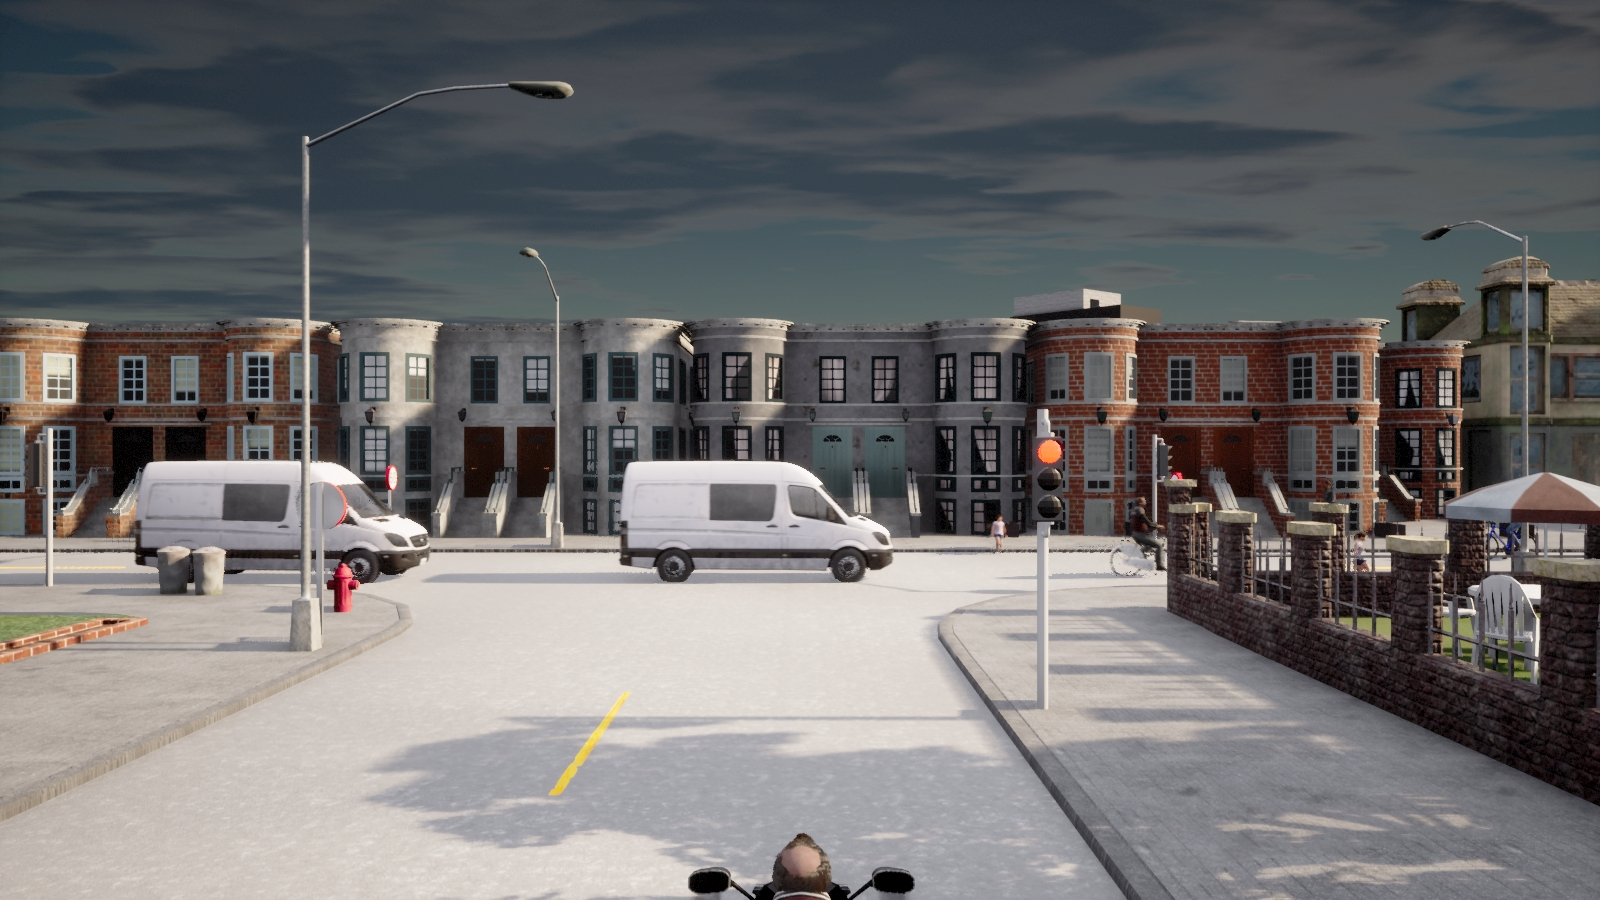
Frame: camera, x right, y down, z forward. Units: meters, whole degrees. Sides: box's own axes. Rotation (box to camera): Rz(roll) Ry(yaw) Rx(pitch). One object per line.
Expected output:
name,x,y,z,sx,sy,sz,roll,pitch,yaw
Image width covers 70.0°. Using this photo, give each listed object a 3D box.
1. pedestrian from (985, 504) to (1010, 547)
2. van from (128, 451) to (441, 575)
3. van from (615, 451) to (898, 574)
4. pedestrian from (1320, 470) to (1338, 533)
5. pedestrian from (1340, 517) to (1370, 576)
pedestrian,5.244,1.996,30.358,0.500,1.100,0.500,0,0,-9
van,-11.051,1.304,24.773,5.915,2.561,1.988,0,0,2
van,-0.903,1.305,24.918,5.915,2.561,1.988,0,0,0
pedestrian,15.658,1.512,33.829,0.375,1.860,0.375,0,0,3
pedestrian,10.884,1.887,22.416,0.500,1.100,0.500,0,0,21
